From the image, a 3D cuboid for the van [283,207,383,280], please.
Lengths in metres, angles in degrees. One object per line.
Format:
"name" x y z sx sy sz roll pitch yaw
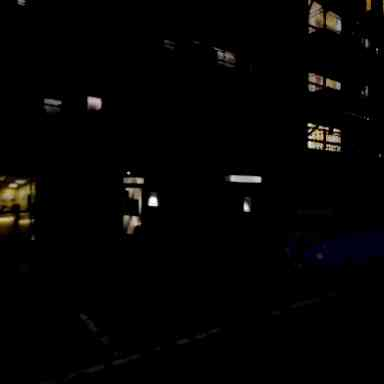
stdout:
"van" 4.406 1.347 9.698 3.998 1.788 1.690 0 0 -36
